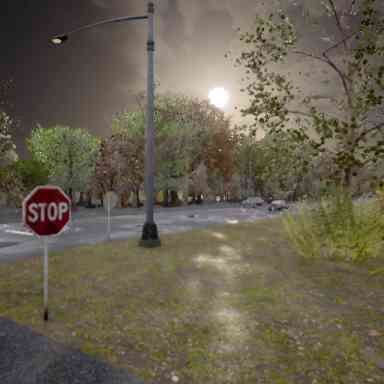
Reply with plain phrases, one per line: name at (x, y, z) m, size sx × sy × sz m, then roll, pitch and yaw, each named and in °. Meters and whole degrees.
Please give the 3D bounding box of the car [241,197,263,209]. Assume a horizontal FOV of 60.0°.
car at (9.326, 1.583, 50.892) m, size 2.097 × 1.767 × 4.553 m, roll 0°, pitch -1°, yaw 36°

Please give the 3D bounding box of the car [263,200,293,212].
car at (10.955, 1.761, 41.243) m, size 1.812 × 1.442 × 4.674 m, roll 0°, pitch 0°, yaw 36°
